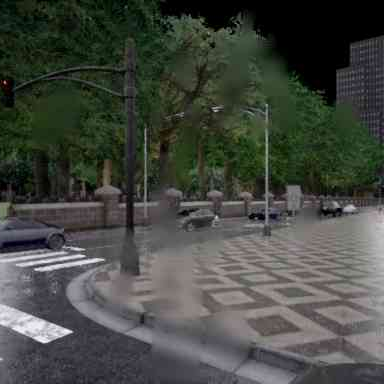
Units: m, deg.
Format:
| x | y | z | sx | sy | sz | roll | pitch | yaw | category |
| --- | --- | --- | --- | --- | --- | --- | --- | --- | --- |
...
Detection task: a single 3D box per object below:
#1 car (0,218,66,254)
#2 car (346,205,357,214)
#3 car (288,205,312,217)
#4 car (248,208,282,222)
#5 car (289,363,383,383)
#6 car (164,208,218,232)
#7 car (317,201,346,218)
| x | y | z | sx | sy | sz | roll | pitch | yaw | category |
| --- | --- | --- | --- | --- | --- | --- | --- | --- | --- |
| -7.212 | 1.727 | 13.221 | 1.994 | 1.385 | 4.181 | 0 | -2 | 36 | car |
| 25.281 | 2.771 | 53.478 | 1.812 | 1.442 | 4.674 | 0 | -1 | 35 | car |
| 14.050 | 2.405 | 43.096 | 1.882 | 1.535 | 5.008 | 0 | -1 | 36 | car |
| 7.467 | 2.289 | 33.896 | 1.895 | 1.301 | 4.718 | 0 | -1 | 35 | car |
| 2.373 | 1.551 | 1.264 | 4.403 | 1.369 | 2.008 | 0 | 0 | 36 | car |
| 0.034 | 1.927 | 23.430 | 1.837 | 1.490 | 4.892 | 0 | -2 | 35 | car |
| 17.879 | 2.189 | 43.045 | 2.150 | 2.045 | 5.566 | 0 | -2 | 35 | car |
